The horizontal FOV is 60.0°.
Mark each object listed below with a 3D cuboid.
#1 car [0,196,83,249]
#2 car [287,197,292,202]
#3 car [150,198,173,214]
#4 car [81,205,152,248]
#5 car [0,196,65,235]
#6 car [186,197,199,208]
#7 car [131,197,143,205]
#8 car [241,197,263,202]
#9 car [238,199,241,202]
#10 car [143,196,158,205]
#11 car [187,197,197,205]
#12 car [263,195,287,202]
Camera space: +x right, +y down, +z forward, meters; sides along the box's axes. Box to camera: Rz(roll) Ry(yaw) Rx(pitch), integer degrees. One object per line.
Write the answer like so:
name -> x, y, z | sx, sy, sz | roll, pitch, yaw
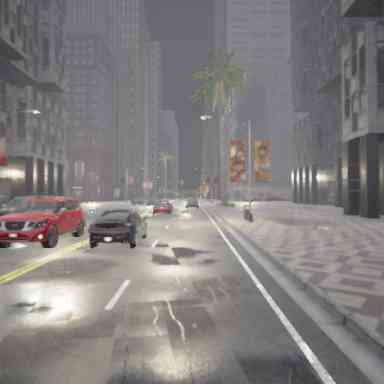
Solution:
car -> -6.600, 1.245, 15.032 | 2.150, 2.045, 5.566 | 0, 0, 0
car -> 26.585, 1.903, 85.130 | 4.313, 1.339, 1.947 | 0, -1, -1
car -> -3.152, 1.652, 36.652 | 1.994, 1.385, 4.181 | 0, 0, 0
car -> -3.151, 1.527, 14.887 | 1.837, 1.490, 4.892 | 0, 0, 0
car -> -9.850, 1.259, 20.241 | 2.150, 2.045, 5.566 | 0, 0, 0
car -> 0.092, 1.698, 49.842 | 2.033, 1.411, 5.357 | 0, 0, 1
car -> -9.791, 1.751, 59.992 | 1.837, 1.490, 4.892 | 0, 0, 1
car -> 15.309, 1.959, 84.954 | 4.206, 1.307, 1.802 | 0, -1, -1
car -> 15.178, 2.103, 93.477 | 4.313, 1.339, 1.947 | 0, -1, -1
car -> -6.548, 1.554, 56.742 | 2.097, 1.767, 4.553 | 0, 0, 0
car -> -0.004, 1.803, 68.927 | 1.837, 1.490, 4.892 | 0, -1, 0
car -> 20.947, 1.671, 85.046 | 5.009, 1.841, 2.192 | 0, -1, -1
